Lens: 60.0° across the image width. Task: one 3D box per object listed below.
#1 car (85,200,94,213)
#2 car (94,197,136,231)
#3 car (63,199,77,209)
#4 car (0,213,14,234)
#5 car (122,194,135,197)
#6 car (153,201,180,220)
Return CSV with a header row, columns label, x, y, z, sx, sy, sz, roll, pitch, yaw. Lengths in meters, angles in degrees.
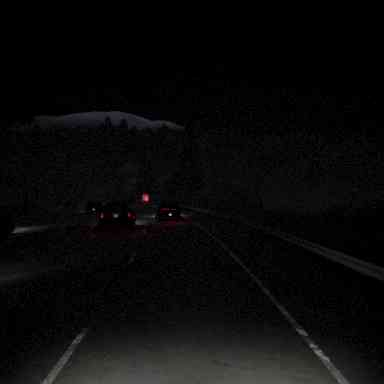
label,x,y,z,sx,sy,sz,roll,pitch,yaw
car,-11.559,1.684,39.324,1.837,1.490,4.892,1,0,-15
car,-4.739,1.425,21.514,2.097,1.767,4.553,-1,0,-8
car,-19.259,1.824,52.569,1.812,1.442,4.674,0,0,-21
car,-11.257,1.527,17.560,2.097,1.767,4.553,-1,0,-7
car,-12.529,1.412,64.576,2.150,2.045,5.566,0,-1,-25
car,-2.159,1.536,28.445,1.837,1.490,4.892,0,-1,-11
